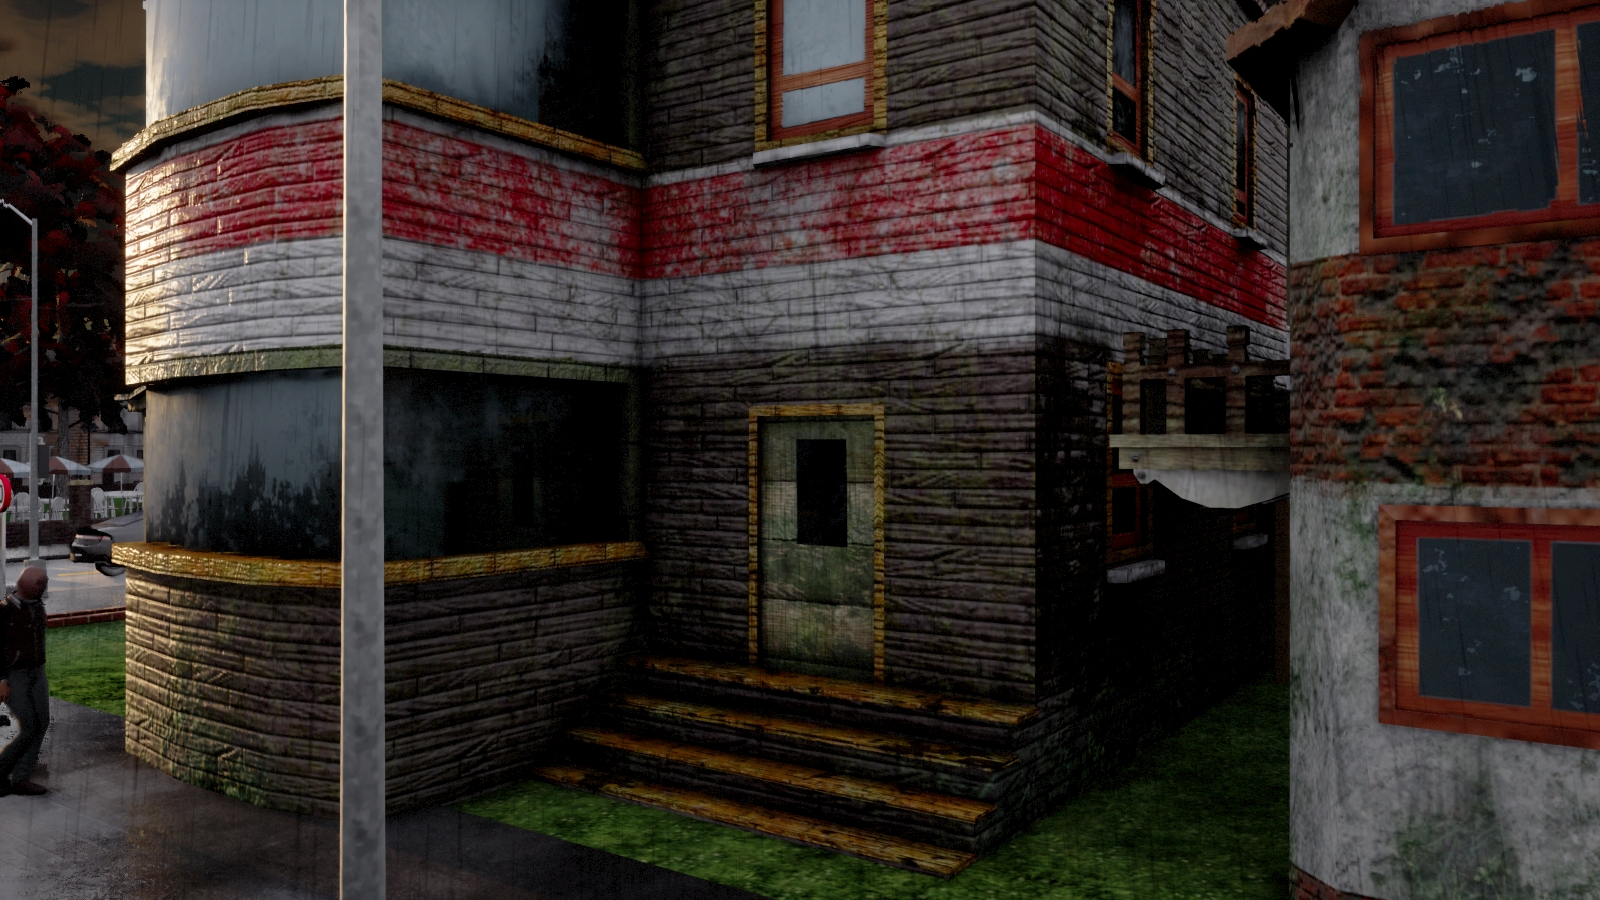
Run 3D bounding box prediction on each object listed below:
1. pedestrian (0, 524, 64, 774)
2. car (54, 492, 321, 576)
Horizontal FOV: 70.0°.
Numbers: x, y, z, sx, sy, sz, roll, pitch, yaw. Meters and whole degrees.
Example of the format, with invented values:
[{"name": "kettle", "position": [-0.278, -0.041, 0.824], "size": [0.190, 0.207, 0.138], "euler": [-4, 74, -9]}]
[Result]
[{"name": "pedestrian", "position": [-6.027, 1.521, 8.870], "size": [0.375, 1.860, 0.375], "euler": [0, 0, 9]}, {"name": "car", "position": [-13.748, 1.817, 25.958], "size": [2.128, 1.511, 4.902], "euler": [0, 0, 34]}]
